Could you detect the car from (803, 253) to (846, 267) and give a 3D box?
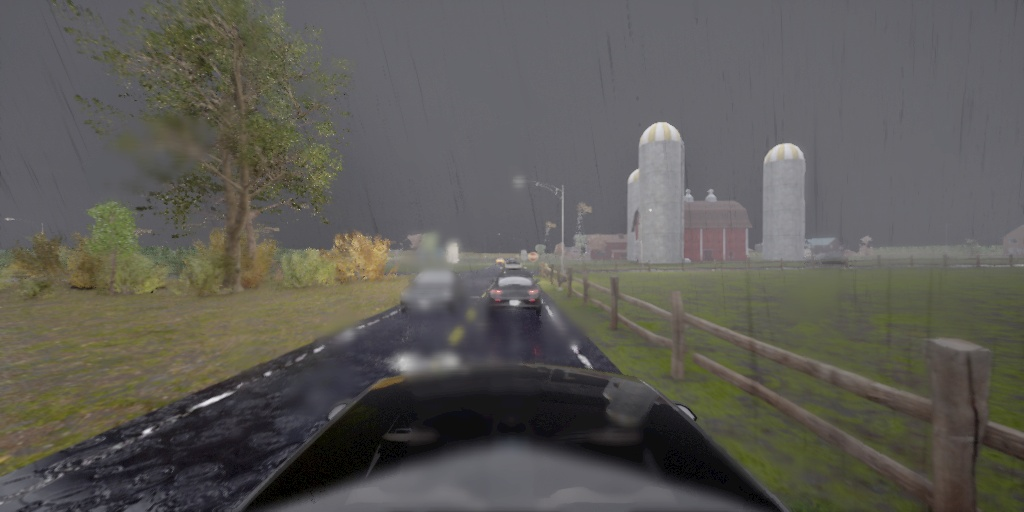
[{"bbox_3d":[39.870,0.477,45.707,4.553,1.767,2.097,-1,1,0],"label":"car"}]

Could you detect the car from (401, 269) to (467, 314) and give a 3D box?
[{"bbox_3d":[-2.842,1.266,13.952,1.812,1.442,4.674,0,0,0],"label":"car"}]

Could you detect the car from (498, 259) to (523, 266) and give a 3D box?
[{"bbox_3d":[0.109,1.239,28.105,1.837,1.490,4.892,0,0,0],"label":"car"}]

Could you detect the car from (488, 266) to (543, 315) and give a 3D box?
[{"bbox_3d":[0.103,1.267,13.339,1.812,1.442,4.674,0,0,0],"label":"car"}]
